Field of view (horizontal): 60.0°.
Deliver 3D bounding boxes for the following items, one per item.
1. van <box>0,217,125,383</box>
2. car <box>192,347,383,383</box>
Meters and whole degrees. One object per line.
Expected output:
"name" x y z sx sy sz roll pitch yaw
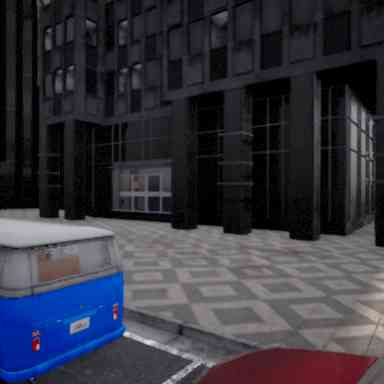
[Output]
"van" -2.819 1.316 4.973 3.998 1.788 1.690 0 0 35
"car" 1.804 1.584 1.679 4.206 1.307 1.802 0 0 35
